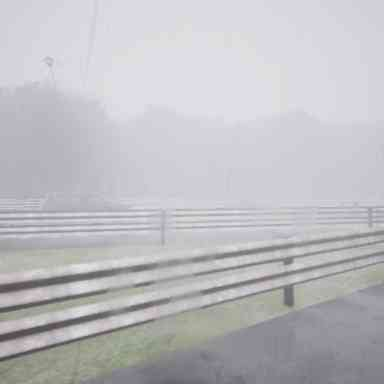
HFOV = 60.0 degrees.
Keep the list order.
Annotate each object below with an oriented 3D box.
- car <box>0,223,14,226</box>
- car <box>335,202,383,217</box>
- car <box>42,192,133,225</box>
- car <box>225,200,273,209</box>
[{"bbox_3d":[-11.088,1.291,15.580,4.892,1.490,1.837,0,0,-18],"label":"car"},{"bbox_3d":[13.581,1.466,27.100,4.718,1.301,1.895,0,0,-18],"label":"car"},{"bbox_3d":[-6.408,1.009,20.738,5.566,2.045,2.150,0,0,-18],"label":"car"},{"bbox_3d":[4.874,1.393,28.004,4.181,1.385,1.994,0,0,-18],"label":"car"}]
